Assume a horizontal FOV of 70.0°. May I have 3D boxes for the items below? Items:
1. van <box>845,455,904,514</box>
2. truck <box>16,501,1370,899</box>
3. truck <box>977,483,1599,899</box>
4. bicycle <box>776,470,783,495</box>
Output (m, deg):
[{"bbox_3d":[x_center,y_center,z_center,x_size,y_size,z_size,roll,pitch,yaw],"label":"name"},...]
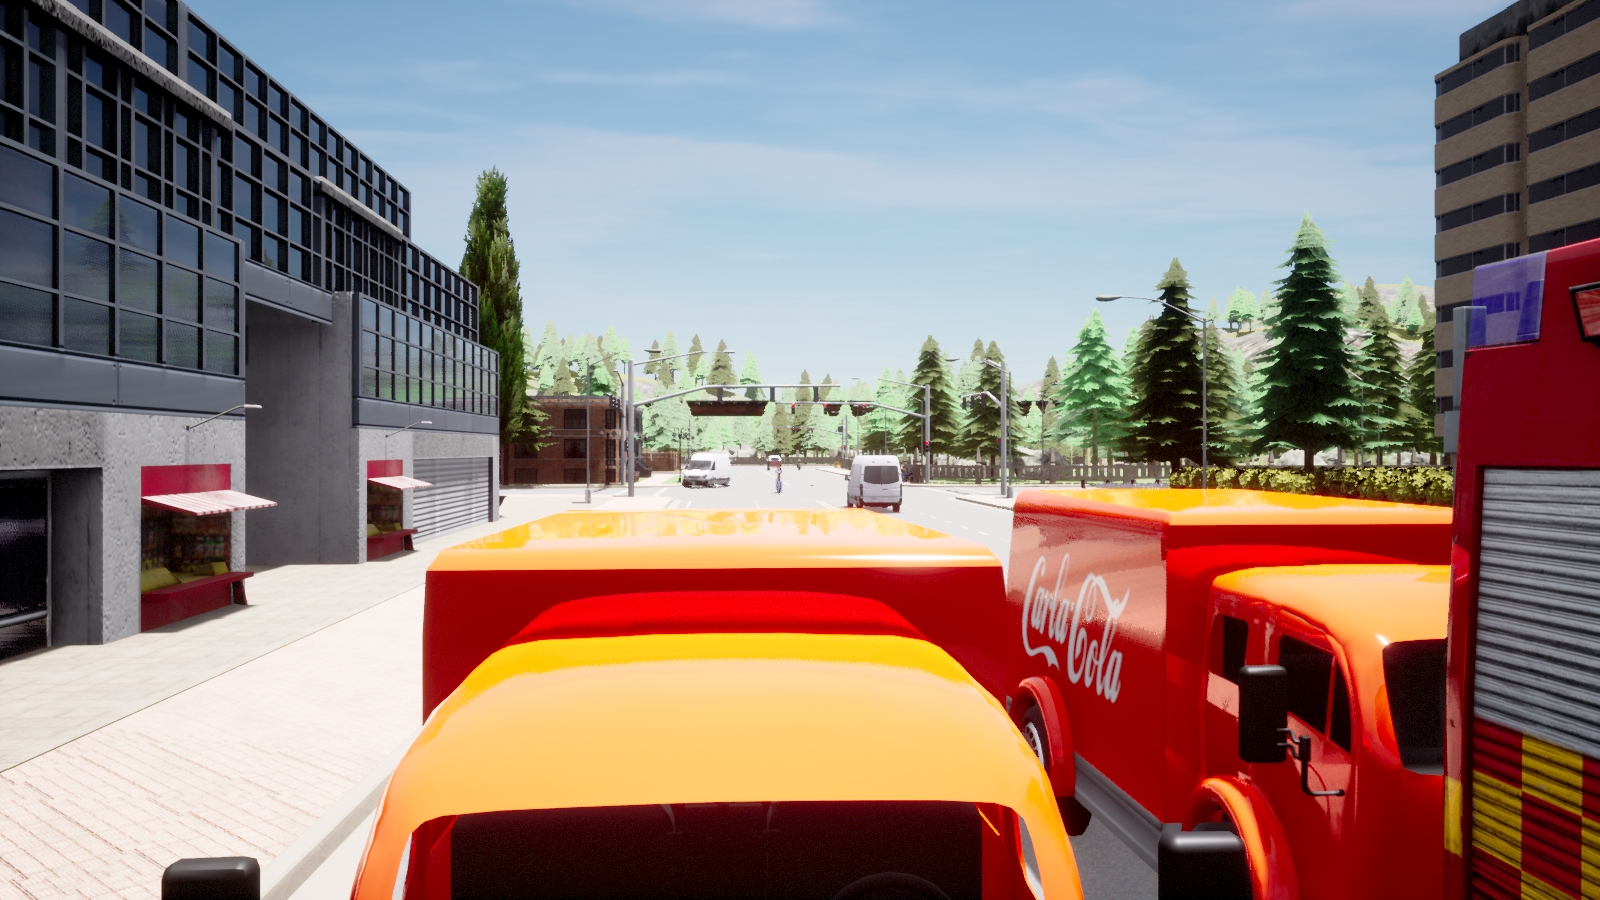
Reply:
[{"bbox_3d":[3.411,1.534,53.444,1.988,2.561,5.915,0,0,-4],"label":"van"},{"bbox_3d":[-0.347,1.568,4.821,2.627,2.467,5.204,0,0,-4],"label":"truck"},{"bbox_3d":[3.003,1.557,7.241,2.627,2.467,5.204,0,1,-4],"label":"truck"},{"bbox_3d":[-1.319,2.056,72.150,0.373,1.496,1.643,0,0,-3],"label":"bicycle"}]
